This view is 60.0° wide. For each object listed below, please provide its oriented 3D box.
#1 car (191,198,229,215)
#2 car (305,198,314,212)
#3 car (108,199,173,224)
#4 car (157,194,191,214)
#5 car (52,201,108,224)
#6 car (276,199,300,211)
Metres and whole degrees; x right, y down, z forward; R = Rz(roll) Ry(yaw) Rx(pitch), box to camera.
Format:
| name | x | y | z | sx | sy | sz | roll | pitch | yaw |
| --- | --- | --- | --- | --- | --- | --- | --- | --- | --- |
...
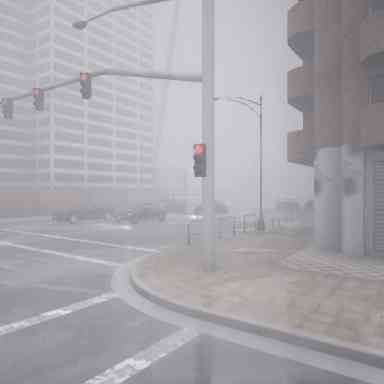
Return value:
| name | x | y | z | sx | sy | sz | roll | pitch | yaw |
| --- | --- | --- | --- | --- | --- | --- | --- | --- | --- |
| car | 1.933 | 1.564 | 33.209 | 1.994 | 1.385 | 4.181 | 0 | 0 | 36 |
| car | 14.536 | 1.505 | 38.582 | 1.837 | 1.490 | 4.892 | 0 | 0 | 35 |
| car | -3.769 | 1.526 | 25.160 | 1.812 | 1.442 | 4.674 | 0 | 0 | 35 |
| car | -2.489 | 1.352 | 33.040 | 2.097 | 1.767 | 4.553 | 0 | 0 | 35 |
| car | -8.070 | 1.478 | 25.175 | 1.882 | 1.535 | 5.008 | 0 | 0 | 35 |
| car | 11.704 | 1.526 | 40.670 | 1.812 | 1.442 | 4.674 | 0 | 0 | 35 |
